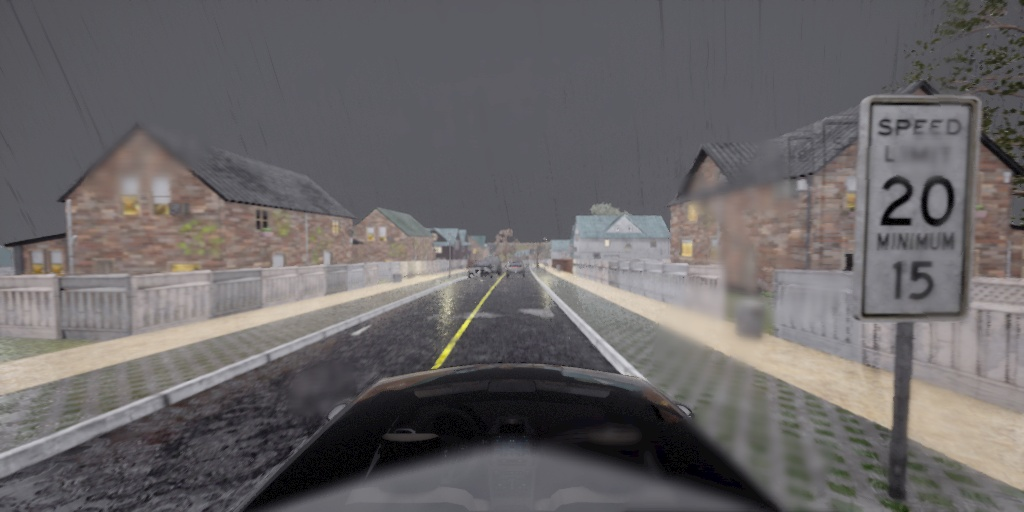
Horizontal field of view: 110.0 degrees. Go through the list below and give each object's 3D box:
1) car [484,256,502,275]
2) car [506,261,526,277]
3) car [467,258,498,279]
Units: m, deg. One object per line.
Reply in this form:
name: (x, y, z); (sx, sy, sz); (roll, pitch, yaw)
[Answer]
car: (-2.260, 1.060, 40.082); (2.150, 2.045, 5.566); (0, 0, 1)
car: (0.416, 1.320, 36.578); (2.128, 1.511, 4.902); (0, 0, 2)
car: (-2.484, 1.067, 29.860); (1.994, 1.385, 4.181); (0, 0, 1)
